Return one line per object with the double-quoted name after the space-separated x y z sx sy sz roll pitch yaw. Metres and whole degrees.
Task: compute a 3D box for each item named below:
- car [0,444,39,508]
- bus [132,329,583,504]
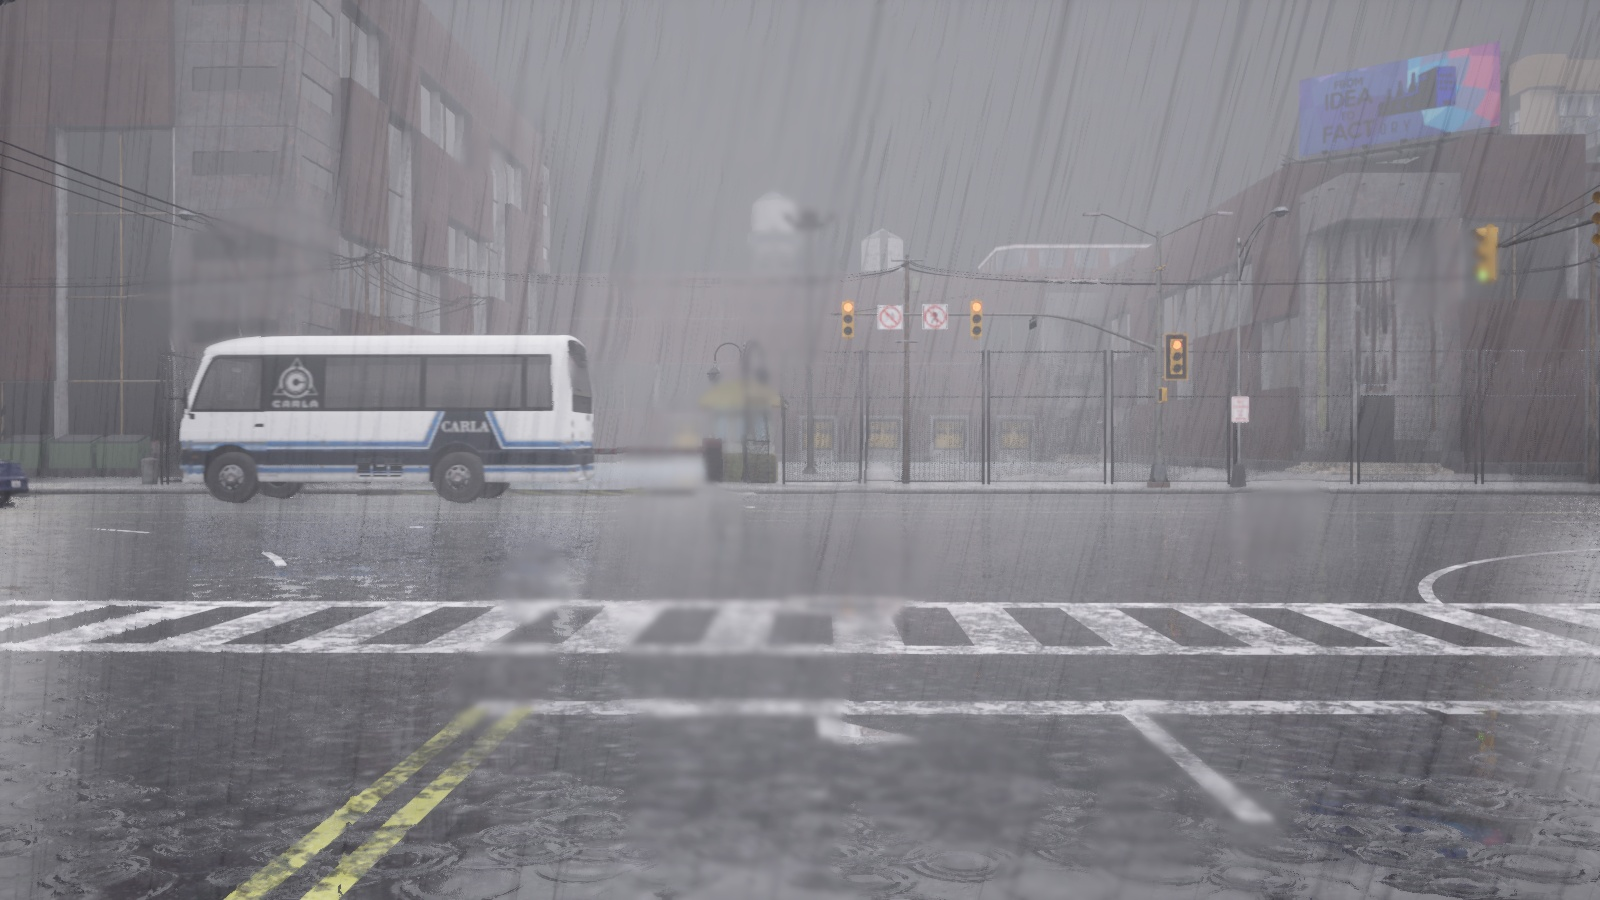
-20.560 0.591 29.172 4.674 1.442 1.812 0 0 1 "car"
-11.098 -0.822 32.479 10.273 4.253 3.944 0 0 1 "bus"
